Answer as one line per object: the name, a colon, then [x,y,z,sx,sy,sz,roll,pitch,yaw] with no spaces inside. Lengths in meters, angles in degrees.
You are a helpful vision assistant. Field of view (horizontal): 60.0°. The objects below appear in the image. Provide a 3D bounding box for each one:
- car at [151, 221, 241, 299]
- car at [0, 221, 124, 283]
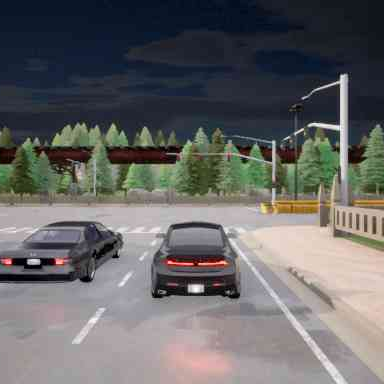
car: [0.099,1.505,8.466,1.837,1.490,4.892,0,0,1]
car: [-3.388,1.547,9.655,2.033,1.411,5.357,0,0,0]
